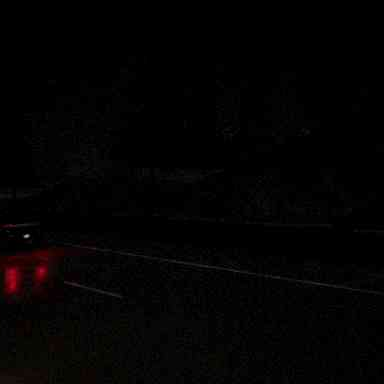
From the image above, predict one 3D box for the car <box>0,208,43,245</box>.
[{"bbox_3d":[-8.265,1.450,14.064,4.902,1.511,2.128,1,0,35],"label":"car"}]
